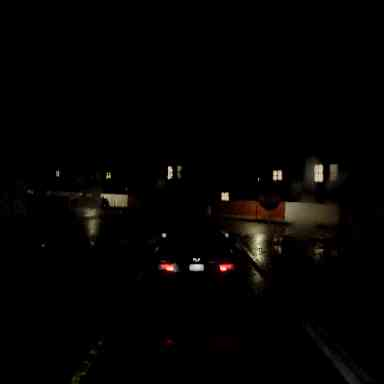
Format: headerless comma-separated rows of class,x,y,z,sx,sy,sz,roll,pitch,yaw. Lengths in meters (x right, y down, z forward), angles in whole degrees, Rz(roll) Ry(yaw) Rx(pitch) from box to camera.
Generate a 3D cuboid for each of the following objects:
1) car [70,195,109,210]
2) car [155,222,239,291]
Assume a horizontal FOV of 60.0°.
car,-10.930,1.046,35.304,4.902,1.511,2.128,2,0,34
car,0.098,1.532,9.069,2.033,1.411,5.357,0,0,0
